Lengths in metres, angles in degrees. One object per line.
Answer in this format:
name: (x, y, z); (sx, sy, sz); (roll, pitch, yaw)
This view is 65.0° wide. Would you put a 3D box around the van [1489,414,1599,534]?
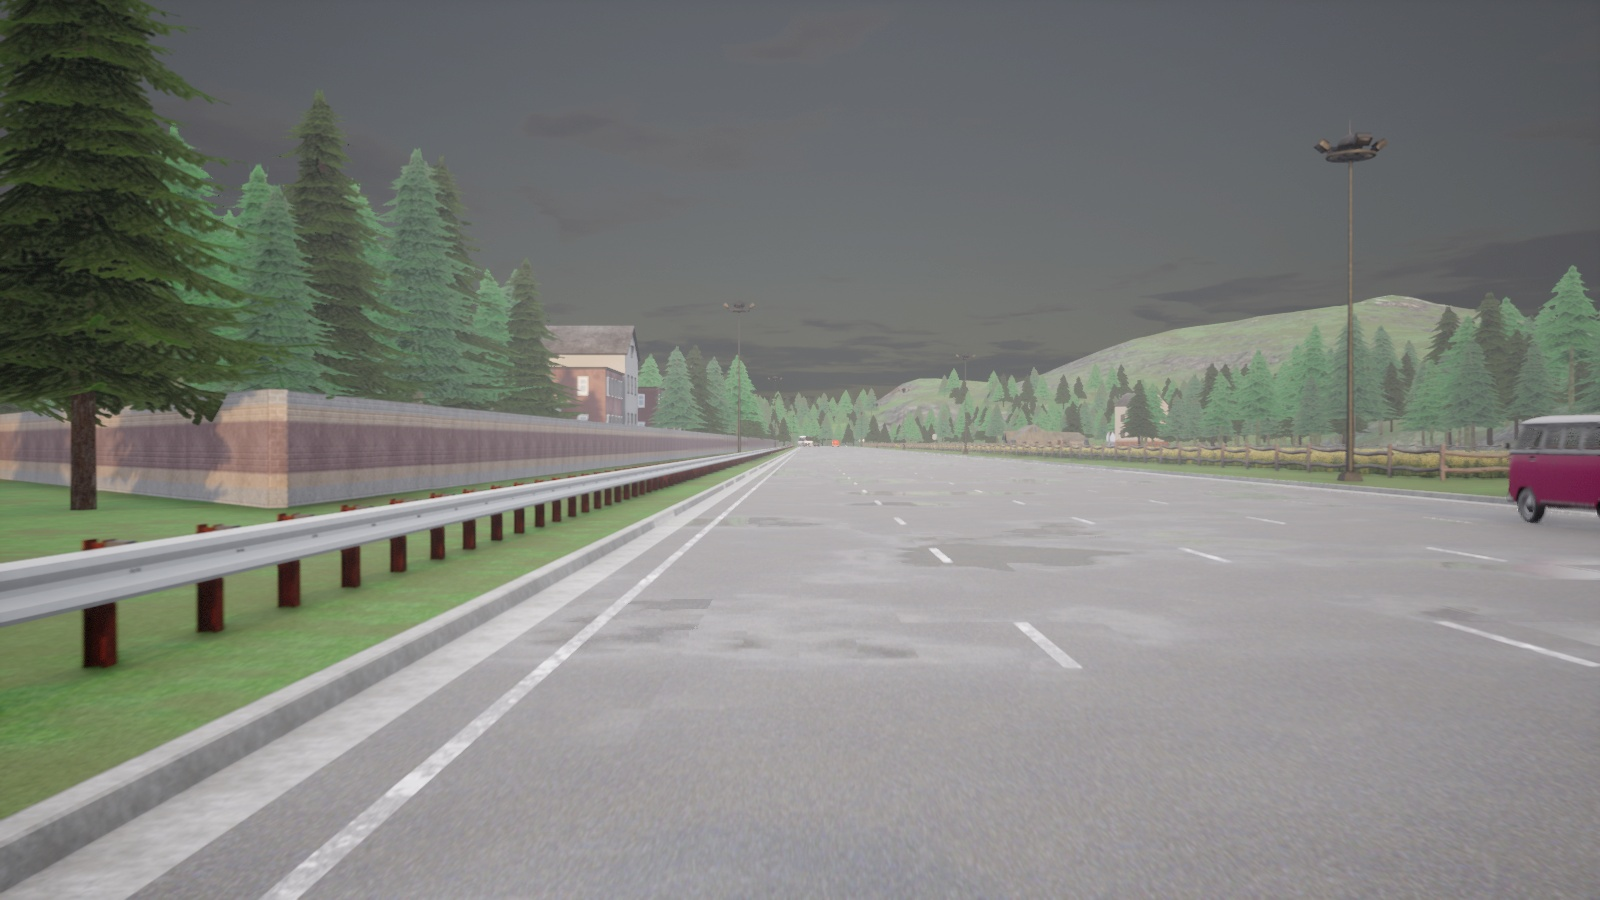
van: (14.143, 0.387, 21.935); (1.775, 1.987, 4.442); (0, 0, 0)
